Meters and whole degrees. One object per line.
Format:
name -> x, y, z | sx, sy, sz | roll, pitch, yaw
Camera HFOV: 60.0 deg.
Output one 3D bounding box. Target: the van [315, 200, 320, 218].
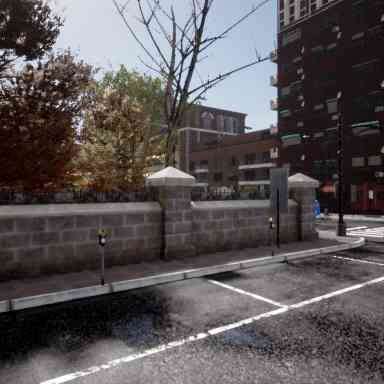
van -> 10.496, 1.647, 32.597 | 1.690, 1.788, 3.998 | -1, 0, -36
